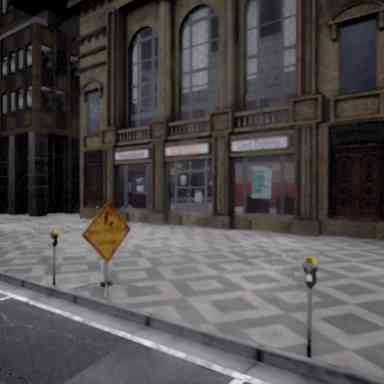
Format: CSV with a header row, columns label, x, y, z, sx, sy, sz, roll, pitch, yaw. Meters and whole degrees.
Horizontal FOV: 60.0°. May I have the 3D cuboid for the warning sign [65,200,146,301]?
label,x,y,z,sx,sy,sz,roll,pitch,yaw
warning sign,-1.819,1.126,7.097,1.060,1.860,1.300,0,0,35
